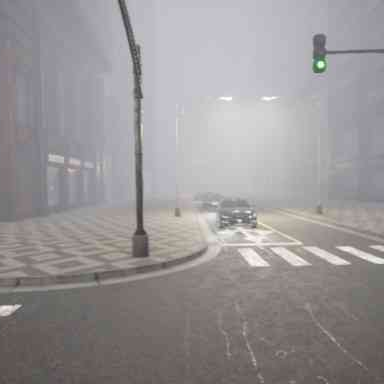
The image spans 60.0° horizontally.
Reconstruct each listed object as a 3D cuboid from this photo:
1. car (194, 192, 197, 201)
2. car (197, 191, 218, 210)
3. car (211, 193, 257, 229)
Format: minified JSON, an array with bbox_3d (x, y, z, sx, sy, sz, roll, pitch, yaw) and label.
[{"bbox_3d":[1.333,0.498,46.457,1.994,1.385,4.181,-1,1,-1],"label":"car"},{"bbox_3d":[1.829,0.768,30.274,2.128,1.511,4.902,-1,1,-1],"label":"car"},{"bbox_3d":[2.246,1.047,17.970,1.837,1.490,4.892,-1,1,1],"label":"car"}]
